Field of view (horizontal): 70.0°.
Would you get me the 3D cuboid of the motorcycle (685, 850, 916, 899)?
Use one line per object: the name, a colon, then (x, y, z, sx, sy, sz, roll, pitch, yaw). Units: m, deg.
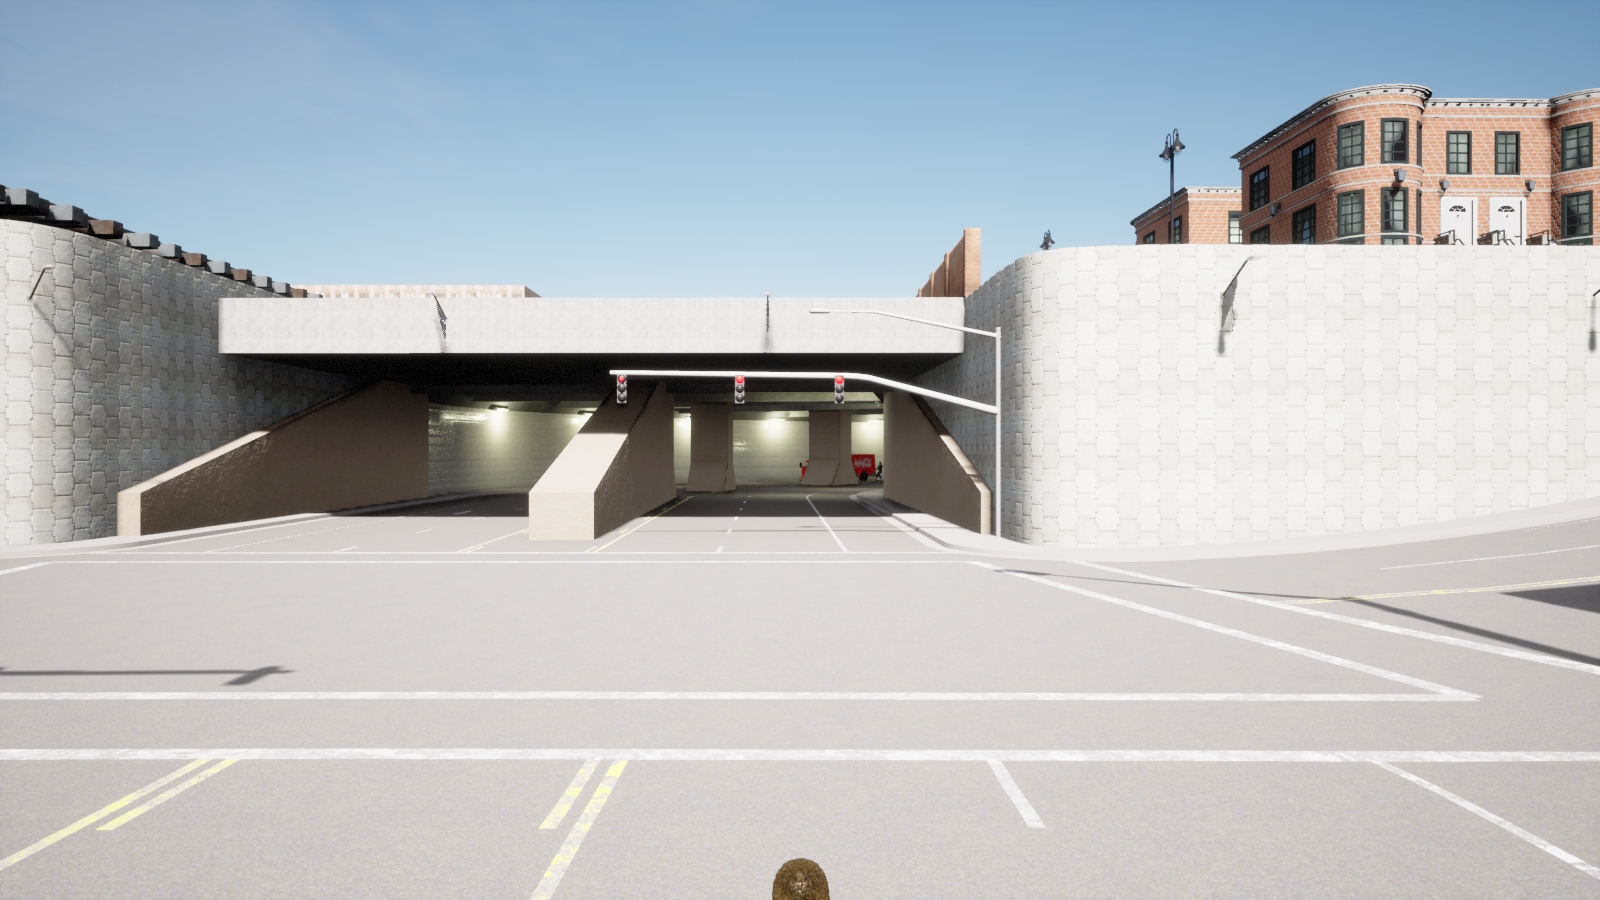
motorcycle: (0.004, 2.174, 3.443, 0.803, 1.224, 2.033, 0, 0, 0)
